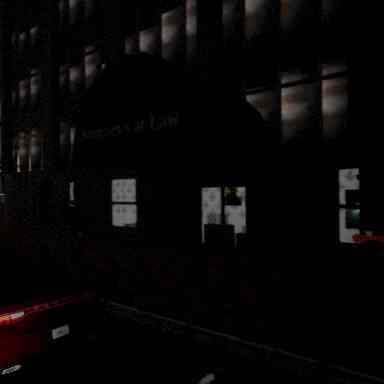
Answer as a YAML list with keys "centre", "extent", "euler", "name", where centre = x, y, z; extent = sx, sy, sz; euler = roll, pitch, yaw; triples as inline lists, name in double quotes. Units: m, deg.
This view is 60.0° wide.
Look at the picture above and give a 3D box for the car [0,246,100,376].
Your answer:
- centre: [-3.395, 1.549, 5.305]
  extent: [4.507, 1.381, 1.887]
  euler: [0, -1, 35]
  name: "car"
